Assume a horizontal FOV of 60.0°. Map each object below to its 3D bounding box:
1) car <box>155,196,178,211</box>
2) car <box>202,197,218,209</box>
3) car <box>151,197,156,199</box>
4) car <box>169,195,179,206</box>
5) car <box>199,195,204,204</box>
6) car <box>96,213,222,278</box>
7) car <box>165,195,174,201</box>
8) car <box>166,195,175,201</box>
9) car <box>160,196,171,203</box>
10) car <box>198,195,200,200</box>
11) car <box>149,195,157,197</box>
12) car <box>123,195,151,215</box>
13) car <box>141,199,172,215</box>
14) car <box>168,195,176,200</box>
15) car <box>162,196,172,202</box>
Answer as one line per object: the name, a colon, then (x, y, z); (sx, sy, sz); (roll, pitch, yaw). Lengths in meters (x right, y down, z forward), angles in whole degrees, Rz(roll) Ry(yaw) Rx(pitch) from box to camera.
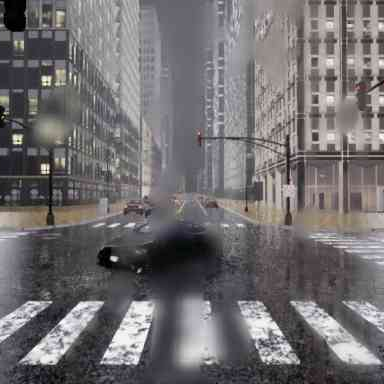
car: (-3.131, 1.562, 39.879); (2.033, 1.411, 5.357); (0, 0, 0)
car: (2.662, 1.599, 45.037); (1.802, 1.307, 4.206); (1, 0, 0)
car: (-5.713, 1.597, 39.392); (1.802, 1.307, 4.206); (1, 0, 0)
car: (-3.134, 1.372, 51.014); (2.097, 1.767, 4.553); (0, 0, 0)
car: (2.653, 1.547, 56.362); (1.752, 1.417, 4.829); (1, 0, 0)
car: (-0.834, 1.568, 10.313); (1.994, 1.385, 4.181); (0, 0, 38)
car: (-5.753, 1.578, 83.993); (1.887, 1.381, 4.507); (1, 0, 0)
car: (-5.758, 1.587, 89.568); (2.008, 1.369, 4.403); (1, 0, 0)
car: (-5.743, 1.573, 72.843); (1.887, 1.381, 4.507); (1, 0, 0)
car: (2.647, 1.590, 61.770); (1.947, 1.339, 4.313); (1, 0, 0)
car: (-5.713, 1.332, 44.967); (2.192, 1.841, 5.009); (1, 0, 0)
car: (-5.705, 1.453, 33.817); (1.967, 1.590, 4.097); (1, 0, 0)
car: (-3.126, 1.612, 30.313); (1.895, 1.301, 4.718); (0, 0, 0)
car: (-5.764, 1.605, 95.144); (1.947, 1.339, 4.313); (1, 0, 0)
car: (-5.748, 1.582, 78.418); (2.008, 1.369, 4.403); (1, 0, 0)
